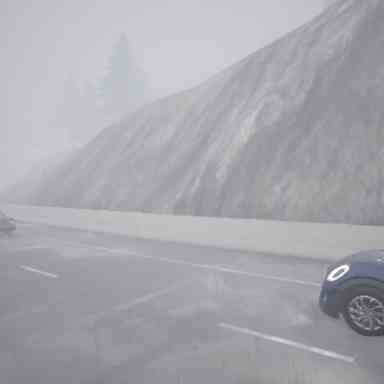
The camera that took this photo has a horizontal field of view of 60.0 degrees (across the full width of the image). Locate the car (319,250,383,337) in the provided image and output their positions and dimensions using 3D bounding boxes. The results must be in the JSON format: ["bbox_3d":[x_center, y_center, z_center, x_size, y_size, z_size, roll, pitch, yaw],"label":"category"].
[{"bbox_3d":[4.463,1.367,5.190,4.553,1.767,2.097,0,0,35],"label":"car"}]

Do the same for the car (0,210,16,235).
[{"bbox_3d":[-11.338,1.583,18.001,5.357,1.411,2.033,0,0,43],"label":"car"}]
